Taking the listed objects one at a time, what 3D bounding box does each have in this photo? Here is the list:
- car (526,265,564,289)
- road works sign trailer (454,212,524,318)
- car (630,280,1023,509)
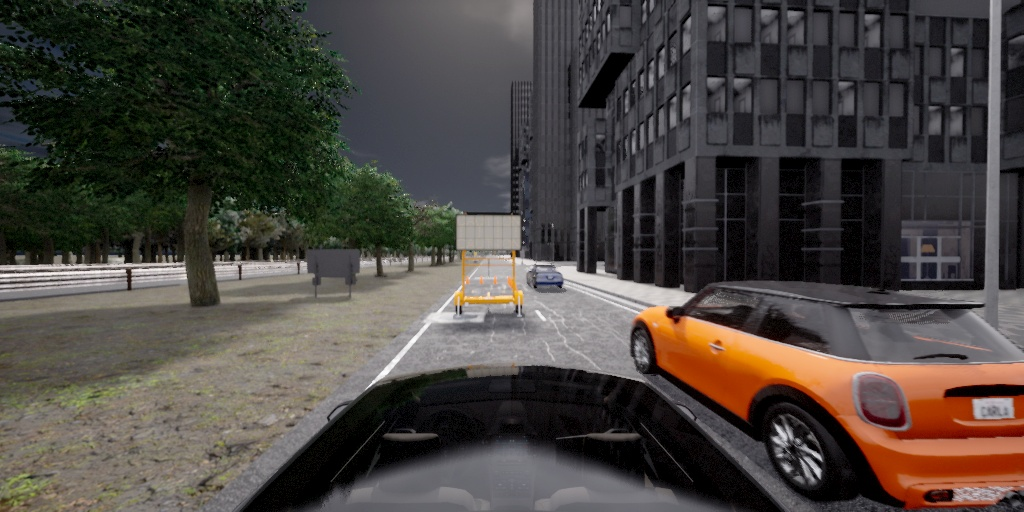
[{"bbox_3d":[2.068,1.311,23.508,2.033,1.411,5.357,0,0,-4],"label":"car"},{"bbox_3d":[-0.850,0.215,13.124,2.380,3.560,2.880,0,0,-4],"label":"road works sign trailer"},{"bbox_3d":[3.284,1.101,4.668,2.097,1.767,4.553,0,0,-4],"label":"car"}]
